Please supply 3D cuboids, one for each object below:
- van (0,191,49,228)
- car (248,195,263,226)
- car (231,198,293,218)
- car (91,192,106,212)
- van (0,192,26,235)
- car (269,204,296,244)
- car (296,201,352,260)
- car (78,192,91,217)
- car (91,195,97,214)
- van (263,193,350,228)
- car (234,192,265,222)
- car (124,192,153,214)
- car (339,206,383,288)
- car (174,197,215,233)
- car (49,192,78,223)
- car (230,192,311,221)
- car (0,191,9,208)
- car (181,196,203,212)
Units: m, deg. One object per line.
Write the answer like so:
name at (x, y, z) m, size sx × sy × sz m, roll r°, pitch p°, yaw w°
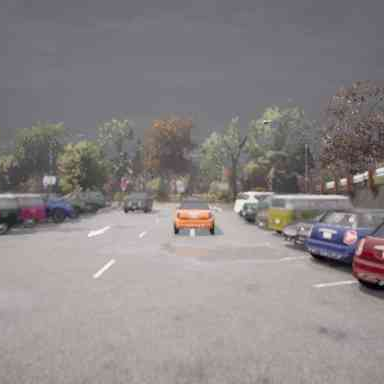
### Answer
van at (-11.099, 1.127, 19.697) m, size 4.442 × 1.987 × 1.878 m, roll -1°, pitch 1°, yaw -20°
car at (5.993, 1.230, 19.434) m, size 4.553 × 1.767 × 2.185 m, roll 1°, pitch 1°, yaw -20°
car at (5.983, 1.322, 28.517) m, size 4.792 × 1.488 × 2.163 m, roll 1°, pitch 0°, yaw -20°
car at (-11.004, 1.018, 31.558) m, size 5.566 × 2.045 × 2.435 m, roll -1°, pitch 1°, yaw -20°
van at (-11.102, 1.147, 16.738) m, size 4.442 × 1.987 × 1.878 m, roll -1°, pitch 1°, yaw -20°
car at (5.962, 1.398, 13.384) m, size 4.892 × 1.521 × 2.231 m, roll 1°, pitch 1°, yaw -20°
car at (5.916, 1.291, 10.363) m, size 4.553 × 1.767 × 2.185 m, roll 1°, pitch 0°, yaw -20°
car at (-10.963, 1.058, 25.674) m, size 5.566 × 2.045 × 2.435 m, roll -1°, pitch 0°, yaw -20°
car at (-10.965, 1.318, 28.642) m, size 4.792 × 1.488 × 2.163 m, roll -1°, pitch 0°, yaw -20°
van at (6.067, 1.151, 16.450) m, size 4.442 × 1.987 × 1.878 m, roll 1°, pitch 0°, yaw -20°
car at (5.943, 1.082, 22.431) m, size 5.566 × 2.045 × 2.435 m, roll 1°, pitch 1°, yaw -20°
car at (-5.080, 1.000, 32.157) m, size 2.150 × 2.045 × 5.566 m, roll 0°, pitch 0°, yaw 0°
car at (5.923, 1.311, 7.334) m, size 4.553 × 1.767 × 2.185 m, roll 1°, pitch 0°, yaw -20°
car at (0.112, 1.224, 18.786) m, size 2.097 × 1.767 × 4.553 m, roll 0°, pitch 0°, yaw 0°
car at (-10.966, 1.079, 22.714) m, size 5.566 × 2.045 × 2.435 m, roll -1°, pitch 0°, yaw -20°
car at (5.986, 1.062, 25.491) m, size 5.566 × 2.045 × 2.435 m, roll 1°, pitch 0°, yaw -20°
car at (-26.653, 0.924, 44.936) m, size 2.435 × 2.045 × 5.566 m, roll 0°, pitch 1°, yaw -19°
car at (-0.064, 1.241, 36.368) m, size 2.128 × 1.511 × 4.902 m, roll 0°, pitch 0°, yaw -3°
